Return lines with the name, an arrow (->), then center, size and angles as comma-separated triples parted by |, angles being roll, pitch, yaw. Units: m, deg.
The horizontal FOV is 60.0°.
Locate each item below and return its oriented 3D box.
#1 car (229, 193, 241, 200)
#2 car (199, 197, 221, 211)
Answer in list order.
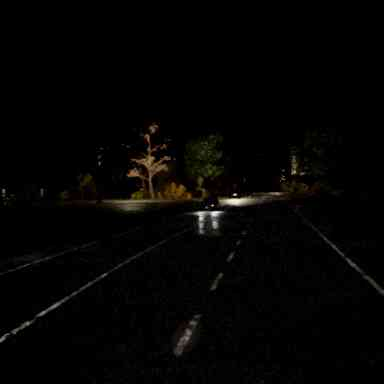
car -> 8.430, 0.813, 65.100 | 1.994, 1.385, 4.181 | -3, 0, 14
car -> 2.067, 1.359, 37.637 | 1.837, 1.490, 4.892 | -3, 0, 13
